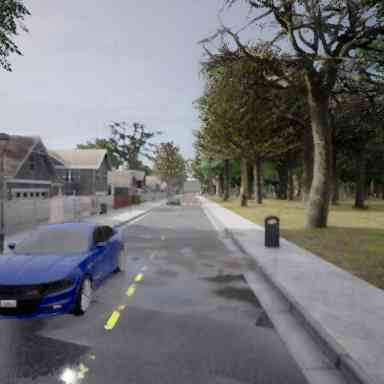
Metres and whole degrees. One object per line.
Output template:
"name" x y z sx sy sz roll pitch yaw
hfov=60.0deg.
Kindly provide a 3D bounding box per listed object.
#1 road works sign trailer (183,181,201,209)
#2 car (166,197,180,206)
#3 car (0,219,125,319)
"road works sign trailer" 0.002 0.356 42.782 2.380 3.560 2.880 0 0 0
"car" -2.816 1.441 50.331 1.994 1.385 4.181 0 0 0
"car" -2.849 1.456 7.667 1.882 1.535 5.008 0 0 0
